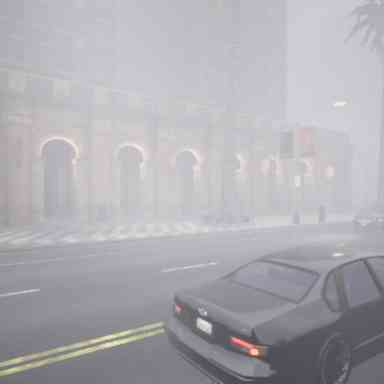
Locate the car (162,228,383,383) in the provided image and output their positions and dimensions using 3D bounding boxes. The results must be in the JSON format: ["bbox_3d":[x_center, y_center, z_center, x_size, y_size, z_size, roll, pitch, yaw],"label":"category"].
[{"bbox_3d":[2.206,1.571,5.186,5.357,1.411,2.033,0,0,-34],"label":"car"}]

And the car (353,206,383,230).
[{"bbox_3d":[11.808,1.588,20.347,4.902,1.511,2.128,0,0,-34],"label":"car"}]
